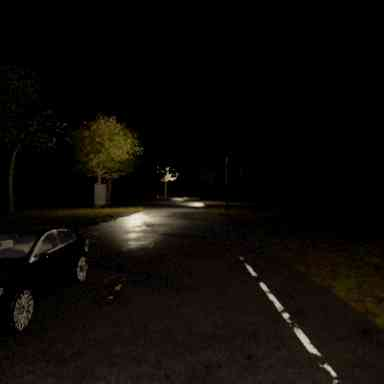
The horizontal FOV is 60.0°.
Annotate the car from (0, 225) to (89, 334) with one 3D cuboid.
[{"bbox_3d":[-3.586,1.479,6.797,2.128,1.511,4.902,1,0,0],"label":"car"}]
